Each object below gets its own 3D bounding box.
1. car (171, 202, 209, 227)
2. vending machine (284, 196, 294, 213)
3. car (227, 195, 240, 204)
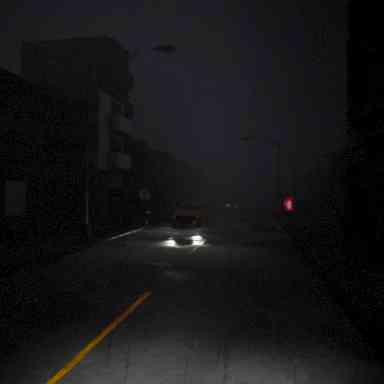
[{"bbox_3d":[-0.021,1.449,22.667,1.882,1.535,5.008,1,0,11],"label":"car"},{"bbox_3d":[12.331,1.578,42.444,1.100,2.100,0.880,1,0,11],"label":"vending machine"},{"bbox_3d":[7.956,1.404,63.538,2.097,1.767,4.553,1,0,12],"label":"car"}]
